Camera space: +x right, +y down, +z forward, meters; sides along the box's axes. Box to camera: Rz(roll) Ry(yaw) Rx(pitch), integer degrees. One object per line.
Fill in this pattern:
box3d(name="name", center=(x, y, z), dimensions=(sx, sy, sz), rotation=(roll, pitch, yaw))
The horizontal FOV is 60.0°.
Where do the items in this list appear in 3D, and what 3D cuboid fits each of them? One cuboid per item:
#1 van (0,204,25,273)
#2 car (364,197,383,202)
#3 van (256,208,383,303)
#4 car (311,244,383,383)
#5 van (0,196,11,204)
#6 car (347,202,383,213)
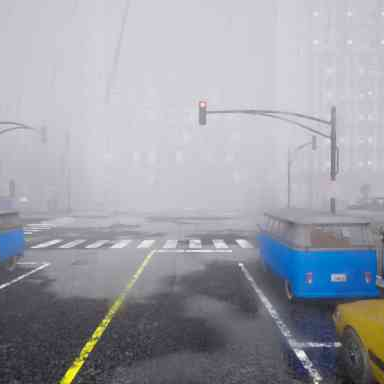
box3d(name="van", center=(-5.693, 1.339, 7.986), dimensions=(1.690, 1.788, 3.998), rotation=(-1, 0, 0))
box3d(name="car", center=(15.271, 1.339, 27.264), dimensions=(5.009, 1.841, 2.192), rotation=(0, 1, 0))
box3d(name="van", center=(2.687, 1.339, 7.948), dimensions=(1.690, 1.788, 3.998), rotation=(-1, 0, 0))
box3d(name="car", center=(2.683, 1.525, 2.516), dimensions=(1.752, 1.417, 4.829), rotation=(-1, 0, 0))
box3d(name="van", center=(-17.119, 1.201, 27.495), dimensions=(3.998, 1.788, 1.690), rotation=(0, 1, 0))
box3d(name="car", center=(13.730, 1.653, 24.682), dimensions=(4.718, 1.301, 1.895), rotation=(0, 1, 0))
